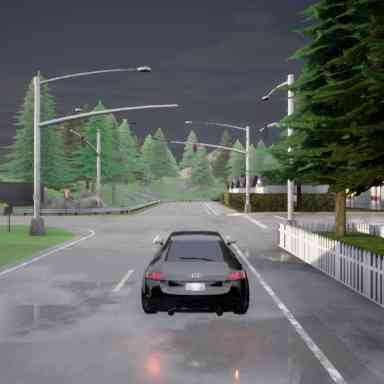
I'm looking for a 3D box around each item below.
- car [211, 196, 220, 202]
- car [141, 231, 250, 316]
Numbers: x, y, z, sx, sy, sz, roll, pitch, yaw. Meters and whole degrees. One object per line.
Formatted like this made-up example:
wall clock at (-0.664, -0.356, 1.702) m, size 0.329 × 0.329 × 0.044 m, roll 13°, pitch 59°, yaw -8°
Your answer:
car at (6.702, 1.525, 72.823) m, size 5.357 × 1.411 × 2.033 m, roll 0°, pitch 0°, yaw -22°
car at (0.075, 1.564, 7.604) m, size 1.994 × 1.385 × 4.181 m, roll 0°, pitch 0°, yaw 1°
